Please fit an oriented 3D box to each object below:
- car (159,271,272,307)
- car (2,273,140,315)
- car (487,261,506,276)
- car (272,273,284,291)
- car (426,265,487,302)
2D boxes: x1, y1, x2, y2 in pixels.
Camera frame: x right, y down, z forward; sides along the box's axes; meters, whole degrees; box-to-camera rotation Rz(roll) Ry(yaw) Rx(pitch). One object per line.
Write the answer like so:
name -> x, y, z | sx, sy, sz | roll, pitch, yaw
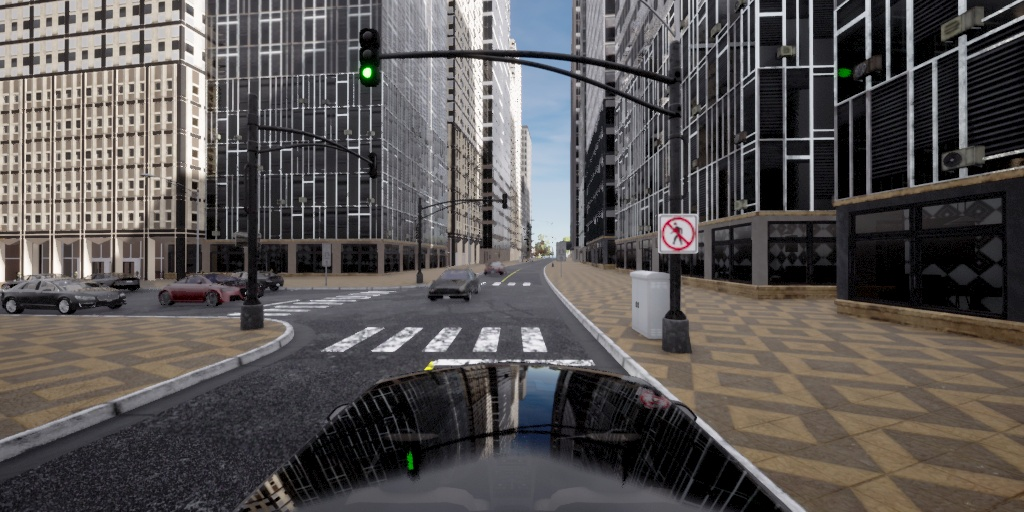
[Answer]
car -> -13.751, 1.521, 16.459 | 4.181, 1.385, 1.994 | -1, 0, 12
car -> -18.149, 1.566, 14.592 | 4.403, 1.370, 2.007 | 0, 0, 9
car -> -1.678, 1.269, 36.696 | 1.812, 1.442, 4.674 | 0, 0, 4
car -> -16.850, 1.609, 22.871 | 4.403, 1.370, 2.007 | 0, 0, 9
car -> -2.704, 1.343, 17.874 | 2.033, 1.411, 5.357 | -1, 1, 2
